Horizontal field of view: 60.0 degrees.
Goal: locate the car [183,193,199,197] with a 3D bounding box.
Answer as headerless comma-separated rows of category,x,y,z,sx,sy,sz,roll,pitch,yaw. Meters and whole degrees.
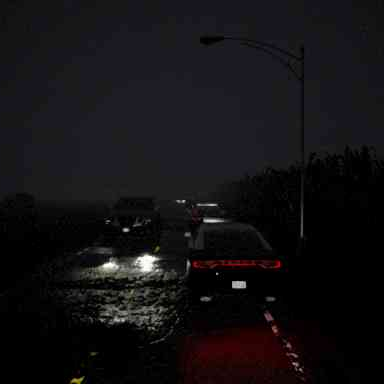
car,0.040,1.132,60.027,2.150,2.045,5.566,0,0,0

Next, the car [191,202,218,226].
car,0.840,1.508,24.319,1.812,1.442,4.674,0,0,0

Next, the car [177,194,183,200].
car,-2.694,1.314,83.015,2.128,1.511,4.902,0,0,0

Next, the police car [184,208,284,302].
police car,0.829,1.423,8.429,1.930,1.638,5.238,0,0,0

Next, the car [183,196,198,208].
car,0.076,1.547,46.062,1.895,1.301,4.718,0,0,1

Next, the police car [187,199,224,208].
police car,0.836,1.415,18.429,1.930,1.638,5.238,0,0,0

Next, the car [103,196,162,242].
car,-2.740,1.213,16.554,2.150,2.045,5.566,0,0,0
